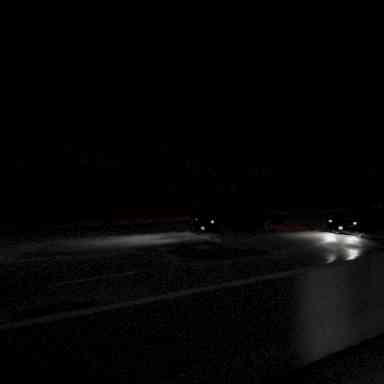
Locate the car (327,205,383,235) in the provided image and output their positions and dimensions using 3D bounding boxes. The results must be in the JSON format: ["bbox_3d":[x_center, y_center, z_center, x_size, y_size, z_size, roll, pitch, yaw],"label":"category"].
[{"bbox_3d":[9.760,1.412,18.123,5.357,1.411,2.033,0,0,-31],"label":"car"}]

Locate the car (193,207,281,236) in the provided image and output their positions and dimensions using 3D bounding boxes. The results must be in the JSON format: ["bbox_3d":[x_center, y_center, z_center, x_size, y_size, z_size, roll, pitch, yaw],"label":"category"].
[{"bbox_3d":[2.447,1.491,17.796,4.718,1.301,1.895,0,0,-31],"label":"car"}]
